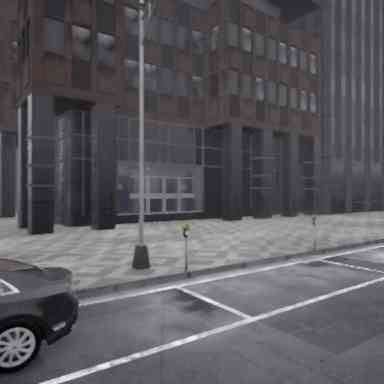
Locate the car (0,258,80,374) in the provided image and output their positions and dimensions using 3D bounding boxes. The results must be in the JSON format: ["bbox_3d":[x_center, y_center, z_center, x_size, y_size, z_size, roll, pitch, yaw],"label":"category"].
[{"bbox_3d":[-3.672,1.551,4.029,4.403,1.369,2.008,0,0,-35],"label":"car"}]
